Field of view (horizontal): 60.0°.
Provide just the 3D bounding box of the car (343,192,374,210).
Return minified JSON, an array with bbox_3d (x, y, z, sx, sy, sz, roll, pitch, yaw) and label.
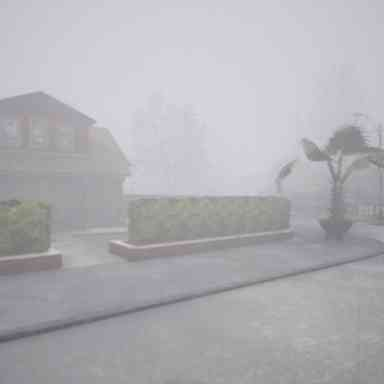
[{"bbox_3d":[17.775,0.990,36.488,3.866,1.878,1.905,0,0,0],"label":"car"}]
